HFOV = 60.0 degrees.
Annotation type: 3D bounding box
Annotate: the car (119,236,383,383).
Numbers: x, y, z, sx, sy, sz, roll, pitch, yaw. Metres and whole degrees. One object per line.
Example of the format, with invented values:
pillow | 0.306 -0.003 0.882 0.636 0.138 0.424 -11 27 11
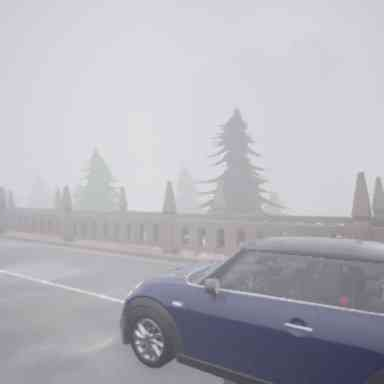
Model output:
car | 1.156 1.375 4.335 4.553 1.767 2.097 -1 -1 36
